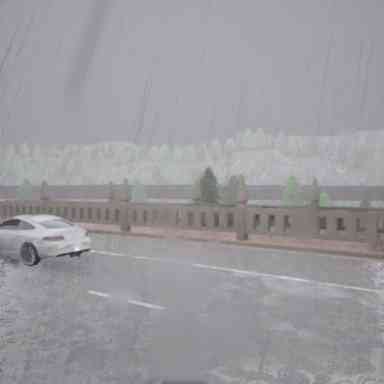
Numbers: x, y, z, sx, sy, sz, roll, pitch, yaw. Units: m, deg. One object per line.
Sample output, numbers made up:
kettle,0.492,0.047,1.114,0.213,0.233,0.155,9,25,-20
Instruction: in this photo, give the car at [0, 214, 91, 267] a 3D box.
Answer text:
car,-5.476,1.481,11.223,4.674,1.442,1.812,0,0,30
